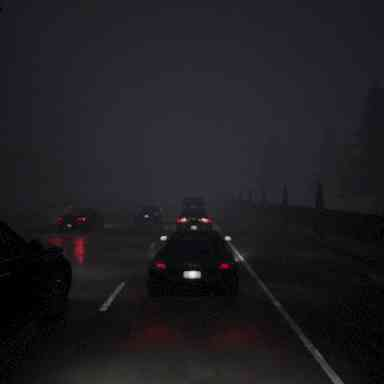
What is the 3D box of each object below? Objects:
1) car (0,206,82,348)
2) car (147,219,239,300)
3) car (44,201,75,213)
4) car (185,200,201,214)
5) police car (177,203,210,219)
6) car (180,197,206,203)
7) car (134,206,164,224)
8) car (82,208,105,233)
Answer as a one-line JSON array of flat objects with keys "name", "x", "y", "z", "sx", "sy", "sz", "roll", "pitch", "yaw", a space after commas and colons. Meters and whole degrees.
[{"name": "car", "x": -3.398, "y": 1.258, "z": 4.091, "sx": 2.150, "sy": 2.045, "sz": 5.566, "roll": 0, "pitch": 0, "yaw": 0}, {"name": "car", "x": 0.091, "y": 1.638, "z": 8.638, "sx": 1.994, "sy": 1.385, "sz": 4.181, "roll": 0, "pitch": -1, "yaw": 2}, {"name": "car", "x": -17.573, "y": 1.930, "z": 44.415, "sx": 2.033, "sy": 1.411, "sz": 5.357, "roll": 0, "pitch": -1, "yaw": 0}, {"name": "car", "x": 0.126, "y": 1.816, "z": 41.772, "sx": 1.801, "sy": 1.575, "sz": 5.366, "roll": 0, "pitch": -1, "yaw": 0}, {"name": "police car", "x": 0.111, "y": 1.676, "z": 19.595, "sx": 2.038, "sy": 1.542, "sz": 4.974, "roll": 0, "pitch": 0, "yaw": 0}, {"name": "car", "x": 0.124, "y": 1.482, "z": 30.239, "sx": 2.150, "sy": 2.045, "sz": 5.566, "roll": 0, "pitch": -1, "yaw": 0}, {"name": "car", "x": -3.384, "y": 1.795, "z": 26.733, "sx": 1.994, "sy": 1.385, "sz": 4.181, "roll": 0, "pitch": 0, "yaw": 0}, {"name": "car", "x": -6.888, "y": 1.707, "z": 20.976, "sx": 1.812, "sy": 1.442, "sz": 4.674, "roll": 0, "pitch": -1, "yaw": 0}]
